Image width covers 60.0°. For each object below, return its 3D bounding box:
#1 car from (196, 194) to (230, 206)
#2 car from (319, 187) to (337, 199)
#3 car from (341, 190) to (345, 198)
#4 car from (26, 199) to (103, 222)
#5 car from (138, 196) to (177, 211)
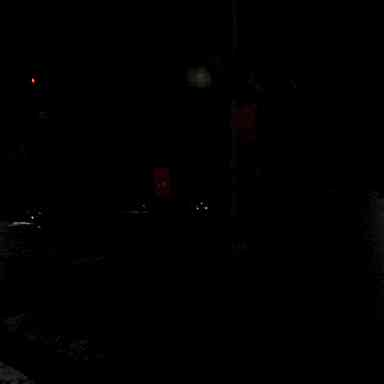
[{"bbox_3d":[2.656,0.896,40.739,2.033,1.411,5.357,0,1,36],"label":"car"},{"bbox_3d":[24.948,0.107,61.049,2.150,2.045,5.566,0,1,35],"label":"car"},{"bbox_3d":[28.200,0.379,60.022,1.837,1.490,4.892,0,1,34],"label":"car"},{"bbox_3d":[-8.988,1.249,24.050,2.033,1.411,5.357,0,1,35],"label":"car"},{"bbox_3d":[-3.286,1.090,32.221,1.994,1.385,4.181,0,1,35],"label":"car"}]
